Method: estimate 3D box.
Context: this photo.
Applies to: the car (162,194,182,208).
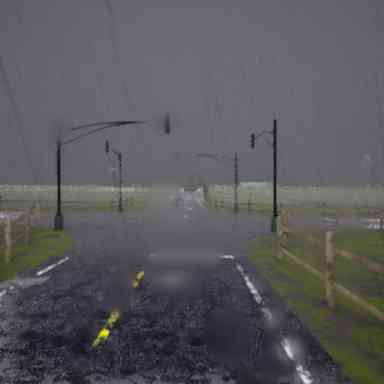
[{"bbox_3d":[-2.746,1.308,42.492,2.128,1.511,4.902,0,1,0],"label":"car"}]
